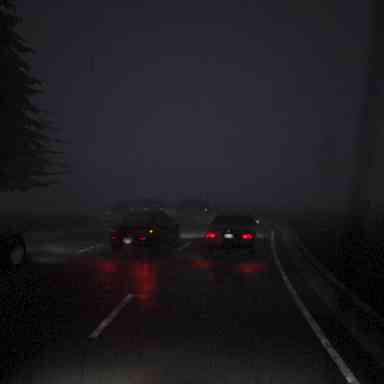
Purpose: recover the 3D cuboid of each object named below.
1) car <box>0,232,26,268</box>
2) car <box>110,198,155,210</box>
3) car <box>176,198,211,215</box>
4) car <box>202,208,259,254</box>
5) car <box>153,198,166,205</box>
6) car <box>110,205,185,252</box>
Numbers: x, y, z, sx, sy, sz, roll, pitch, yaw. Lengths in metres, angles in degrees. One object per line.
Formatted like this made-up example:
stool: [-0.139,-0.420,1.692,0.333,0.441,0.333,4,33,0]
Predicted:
car: [-6.173,1.428,8.111,1.882,1.535,5.008,0,0,7]
car: [-5.537,1.422,29.115,2.033,1.411,5.357,0,0,-32]
car: [0.037,1.384,32.602,1.837,1.490,4.892,2,-1,-30]
car: [1.695,1.502,13.471,2.033,1.411,5.357,0,0,11]
car: [-4.398,1.370,32.833,1.837,1.490,4.892,2,-1,-40]
car: [-1.768,1.469,13.580,1.812,1.442,4.674,0,0,10]
